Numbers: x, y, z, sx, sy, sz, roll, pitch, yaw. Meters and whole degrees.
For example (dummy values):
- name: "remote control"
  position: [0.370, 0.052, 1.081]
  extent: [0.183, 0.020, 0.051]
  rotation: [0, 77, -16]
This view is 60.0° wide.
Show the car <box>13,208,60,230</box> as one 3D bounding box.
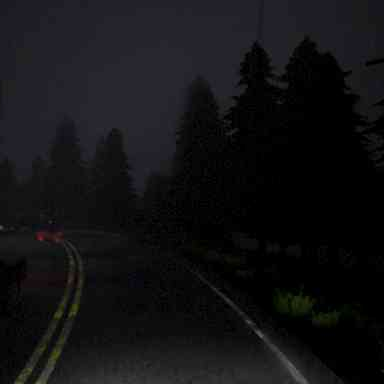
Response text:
- name: "car"
  position: [-11.241, 1.953, 23.924]
  extent: [4.902, 1.511, 2.128]
  rotation: [-4, -6, 43]

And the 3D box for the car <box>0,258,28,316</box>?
- name: "car"
  position: [-3.915, 1.598, 4.634]
  extent: [1.895, 1.301, 4.718]
  rotation: [0, 0, -11]
